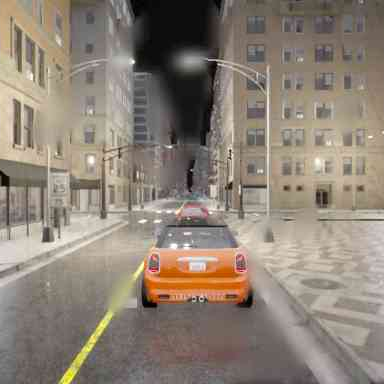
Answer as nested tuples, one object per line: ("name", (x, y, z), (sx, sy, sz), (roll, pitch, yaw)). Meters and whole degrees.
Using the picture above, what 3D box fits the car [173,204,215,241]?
("car", (0.094, 1.476, 17.691), (1.882, 1.535, 5.008), (0, 0, 0))

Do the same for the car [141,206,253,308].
("car", (0.094, 1.352, 8.091), (2.097, 1.767, 4.553), (0, 0, 0))
